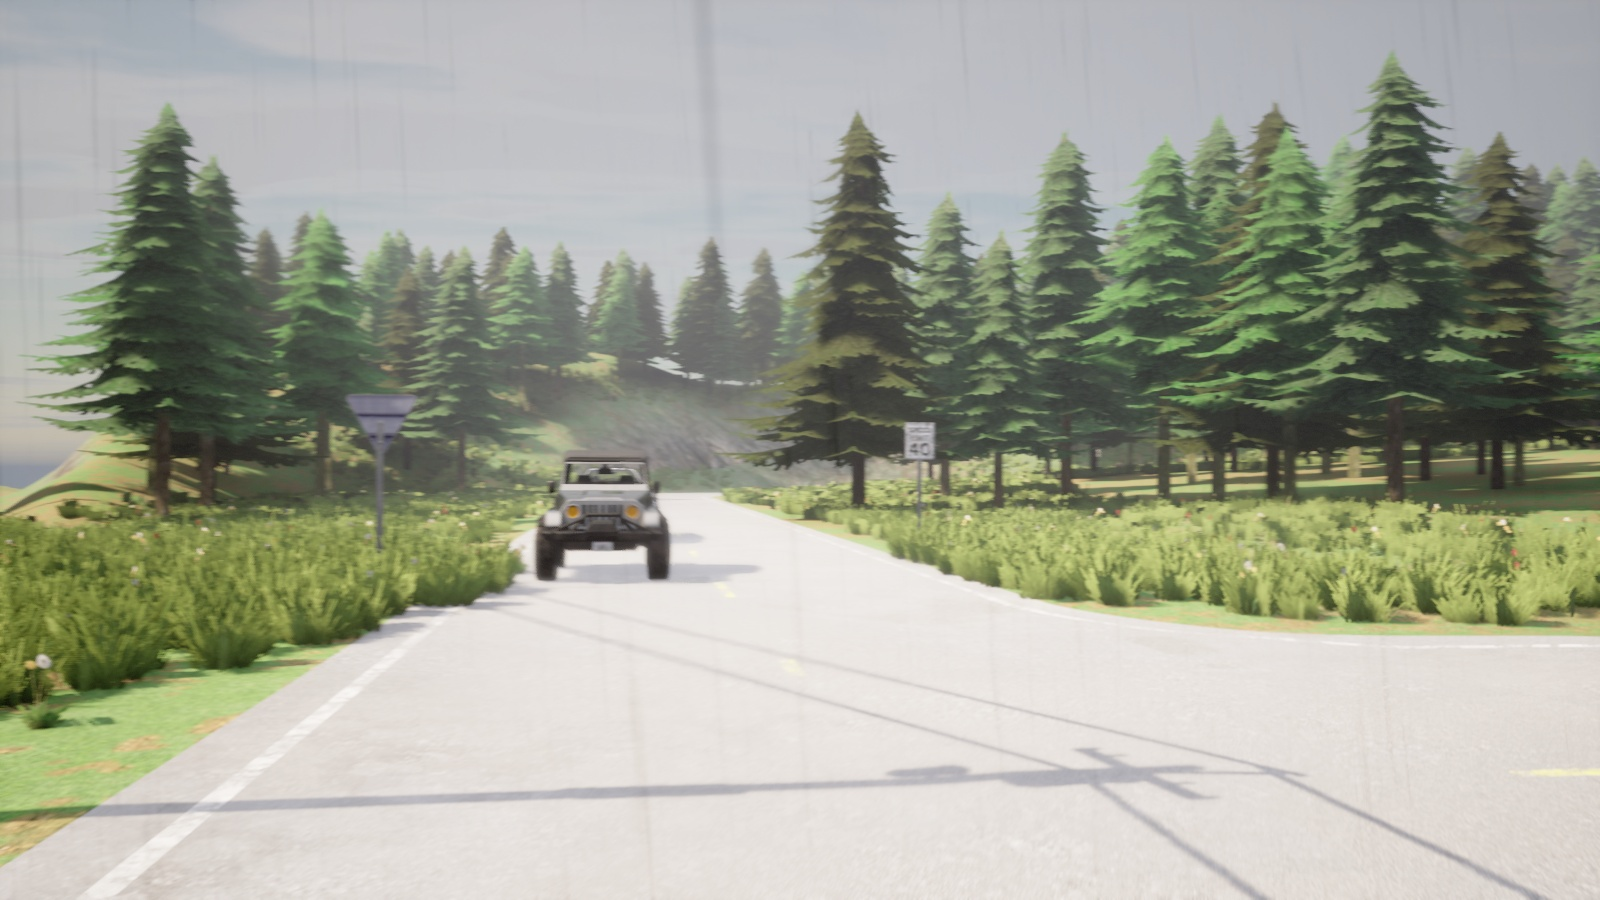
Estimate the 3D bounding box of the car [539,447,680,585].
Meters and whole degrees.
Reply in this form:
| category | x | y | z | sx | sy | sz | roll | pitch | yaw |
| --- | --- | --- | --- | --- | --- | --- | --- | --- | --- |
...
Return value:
| category | x | y | z | sx | sy | sz | roll | pitch | yaw |
| --- | --- | --- | --- | --- | --- | --- | --- | --- | --- |
| car | -2.861 | 0.940 | 19.114 | 1.905 | 1.878 | 3.866 | 0 | -1 | -8 |
